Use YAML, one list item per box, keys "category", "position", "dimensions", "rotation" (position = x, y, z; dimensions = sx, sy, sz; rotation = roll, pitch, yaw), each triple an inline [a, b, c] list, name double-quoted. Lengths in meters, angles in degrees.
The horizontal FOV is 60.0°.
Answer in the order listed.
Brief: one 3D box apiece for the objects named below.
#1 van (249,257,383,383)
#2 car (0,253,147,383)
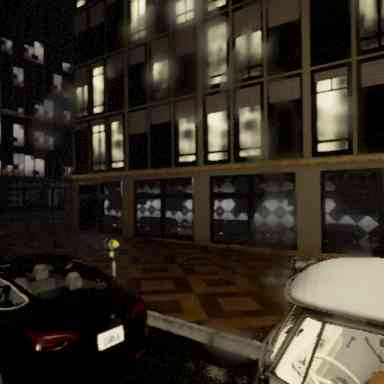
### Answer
- category: "van"
  position: [2.133, 1.349, 1.394]
  dimensions: [3.998, 1.788, 1.690]
  rotation: [0, -1, 35]
- category: "car"
  position: [-2.534, 1.536, 4.664]
  dimensions: [4.313, 1.339, 1.947]
  rotation: [0, -1, 35]
